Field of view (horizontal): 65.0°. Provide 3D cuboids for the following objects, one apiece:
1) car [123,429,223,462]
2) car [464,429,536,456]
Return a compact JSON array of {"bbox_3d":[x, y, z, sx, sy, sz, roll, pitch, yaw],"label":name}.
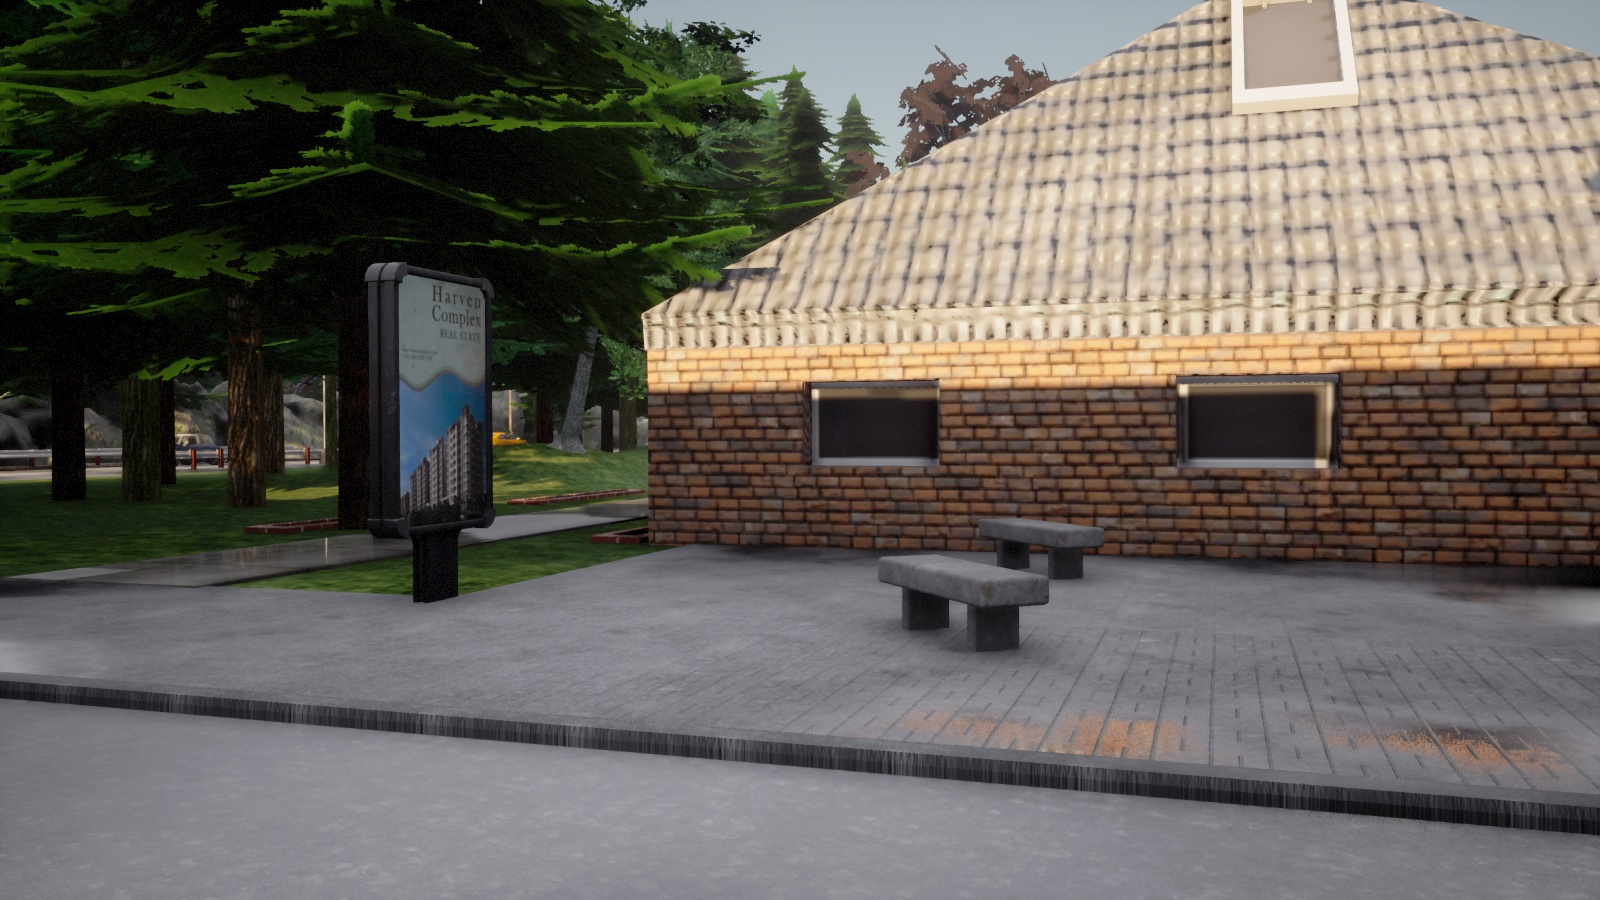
[{"bbox_3d":[-28.635,-0.236,57.449,1.970,1.475,3.806,1,1,18],"label":"car"},{"bbox_3d":[-18.180,-0.485,76.231,1.882,1.535,5.008,1,1,19],"label":"car"}]
